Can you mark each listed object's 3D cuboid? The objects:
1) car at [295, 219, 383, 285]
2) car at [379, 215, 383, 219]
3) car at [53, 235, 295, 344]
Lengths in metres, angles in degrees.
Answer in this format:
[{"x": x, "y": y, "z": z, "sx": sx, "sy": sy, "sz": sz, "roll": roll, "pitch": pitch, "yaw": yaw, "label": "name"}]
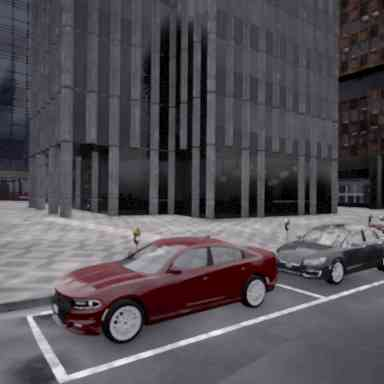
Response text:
[{"x": 4.224, "y": 1.632, "z": 9.660, "sx": 4.403, "sy": 1.369, "sz": 2.008, "roll": 1, "pitch": 0, "yaw": -36, "label": "car"}, {"x": 8.723, "y": 1.448, "z": 12.870, "sx": 5.009, "sy": 1.841, "sz": 2.192, "roll": 1, "pitch": 0, "yaw": -36, "label": "car"}, {"x": -0.273, "y": 1.576, "z": 6.450, "sx": 4.507, "sy": 1.381, "sz": 1.887, "roll": 1, "pitch": 0, "yaw": -36, "label": "car"}]
